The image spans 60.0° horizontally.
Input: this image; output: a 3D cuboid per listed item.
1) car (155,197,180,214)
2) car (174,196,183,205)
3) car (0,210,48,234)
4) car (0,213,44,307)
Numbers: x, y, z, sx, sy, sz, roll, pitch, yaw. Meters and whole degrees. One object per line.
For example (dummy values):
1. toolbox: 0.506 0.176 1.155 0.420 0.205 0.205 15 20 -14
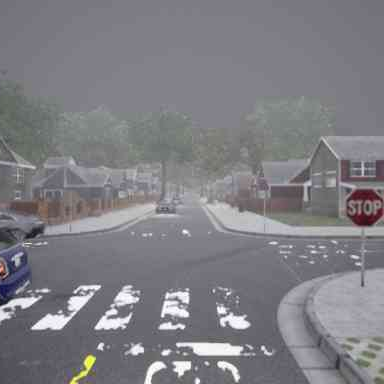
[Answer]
1. car: -2.638 1.570 34.627 1.994 1.385 4.181 0 0 0
2. car: -2.565 1.493 57.256 2.128 1.511 4.902 0 0 0
3. car: -8.783 1.512 14.066 4.902 1.511 2.128 0 0 -15
4. car: -5.659 1.324 6.435 4.553 1.767 2.097 4 -1 -11
